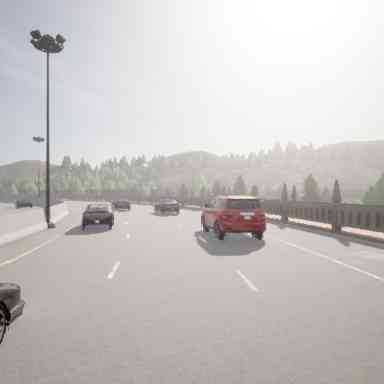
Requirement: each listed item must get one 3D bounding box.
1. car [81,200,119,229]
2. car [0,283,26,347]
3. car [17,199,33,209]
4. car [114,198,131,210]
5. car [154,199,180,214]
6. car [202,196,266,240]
[{"bbox_3d":[-6.020,1.491,21.555,2.128,1.511,4.902,0,0,-13],"label":"car"},{"bbox_3d":[-3.540,1.547,2.928,2.033,1.411,5.357,0,0,-2],"label":"car"},{"bbox_3d":[-22.978,1.600,45.752,1.895,1.301,4.718,0,0,-30],"label":"car"},{"bbox_3d":[-8.993,1.490,41.516,2.128,1.511,4.902,0,0,-24],"label":"car"},{"bbox_3d":[-2.718,1.490,35.222,2.128,1.511,4.902,0,0,-19],"label":"car"},{"bbox_3d":[1.986,1.221,17.238,2.150,2.045,5.566,0,0,-9],"label":"car"}]
